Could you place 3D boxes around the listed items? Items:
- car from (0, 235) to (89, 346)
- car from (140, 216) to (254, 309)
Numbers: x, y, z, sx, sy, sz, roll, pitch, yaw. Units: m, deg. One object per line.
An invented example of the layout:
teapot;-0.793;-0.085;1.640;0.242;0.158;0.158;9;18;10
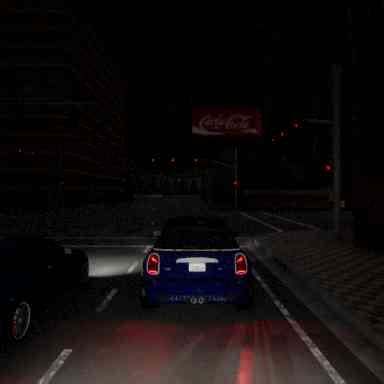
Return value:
car;-3.418;1.525;6.224;1.812;1.442;4.674;0;0;0
car;0.089;1.352;8.018;2.097;1.767;4.553;0;0;0
